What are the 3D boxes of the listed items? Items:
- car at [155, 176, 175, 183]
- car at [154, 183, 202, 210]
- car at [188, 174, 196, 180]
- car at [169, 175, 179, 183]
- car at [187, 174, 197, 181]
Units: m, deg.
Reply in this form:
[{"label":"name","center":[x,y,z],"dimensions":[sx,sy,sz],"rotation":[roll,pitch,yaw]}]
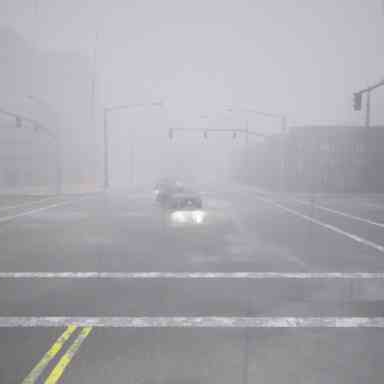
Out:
[{"label":"car","center":[-3.594,-0.993,41.694],"dimensions":[1.994,1.385,4.181],"rotation":[0,4,0]},{"label":"car","center":[-0.959,0.345,21.988],"dimensions":[1.994,1.385,4.181],"rotation":[-2,4,-24]},{"label":"car","center":[0.008,-3.722,80.758],"dimensions":[2.033,1.411,5.357],"rotation":[0,4,0]},{"label":"car","center":[-3.582,-2.015,55.905],"dimensions":[1.837,1.490,4.892],"rotation":[0,4,0]},{"label":"car","center":[0.007,-2.993,70.931],"dimensions":[1.994,1.385,4.181],"rotation":[0,4,0]}]
